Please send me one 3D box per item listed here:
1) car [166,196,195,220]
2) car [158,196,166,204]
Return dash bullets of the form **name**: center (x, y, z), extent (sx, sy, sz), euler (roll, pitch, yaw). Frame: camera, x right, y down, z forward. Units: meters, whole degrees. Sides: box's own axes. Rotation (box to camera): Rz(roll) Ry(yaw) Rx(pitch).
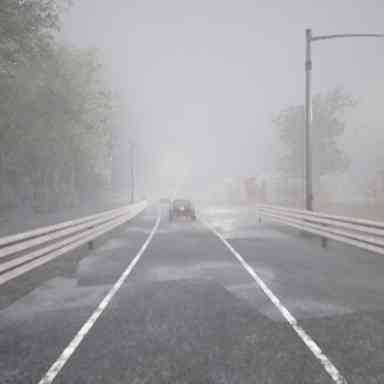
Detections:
- **car**: center (-0.962, 1.366, 28.630), extent (2.097, 1.767, 4.553), euler (0, 0, -5)
- **car**: center (-5.377, 1.486, 63.930), extent (1.882, 1.535, 5.008), euler (0, 0, -10)
